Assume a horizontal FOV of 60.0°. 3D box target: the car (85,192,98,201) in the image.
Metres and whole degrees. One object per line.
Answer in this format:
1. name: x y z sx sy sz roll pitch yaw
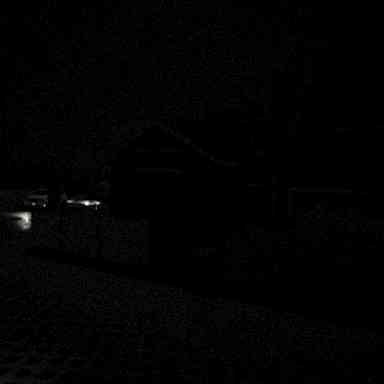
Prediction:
1. car: -14.551 0.624 49.968 1.895 1.301 4.718 3 1 -2

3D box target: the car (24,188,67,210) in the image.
1. car: -14.098 0.676 32.449 2.150 2.045 5.566 3 1 1

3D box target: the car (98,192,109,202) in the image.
1. car: -11.705 0.741 48.720 2.033 1.411 5.357 3 2 -3
